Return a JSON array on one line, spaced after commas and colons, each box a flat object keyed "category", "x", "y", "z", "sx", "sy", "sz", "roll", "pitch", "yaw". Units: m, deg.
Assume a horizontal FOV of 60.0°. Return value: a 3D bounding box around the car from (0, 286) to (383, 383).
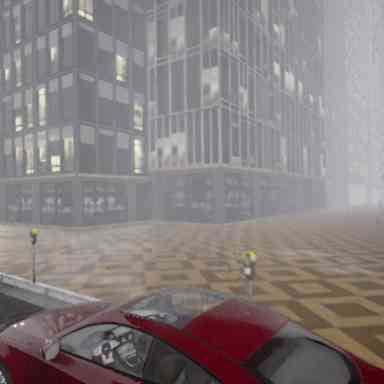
[{"category": "car", "x": -0.287, "y": 1.591, "z": 3.085, "sx": 4.206, "sy": 1.307, "sz": 1.802, "roll": 0, "pitch": -1, "yaw": 35}]
